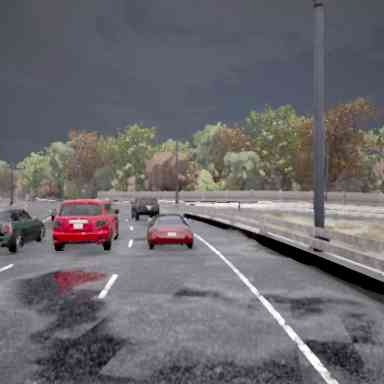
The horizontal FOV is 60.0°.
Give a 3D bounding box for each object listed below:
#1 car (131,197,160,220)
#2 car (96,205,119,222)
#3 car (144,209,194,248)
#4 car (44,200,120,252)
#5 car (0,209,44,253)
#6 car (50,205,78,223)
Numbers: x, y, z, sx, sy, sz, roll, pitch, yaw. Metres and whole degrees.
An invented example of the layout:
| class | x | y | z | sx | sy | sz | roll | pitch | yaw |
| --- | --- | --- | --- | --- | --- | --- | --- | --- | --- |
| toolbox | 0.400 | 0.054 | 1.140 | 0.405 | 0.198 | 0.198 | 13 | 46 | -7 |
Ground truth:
| class | x | y | z | sx | sy | sz | roll | pitch | yaw |
| --- | --- | --- | --- | --- | --- | --- | --- | --- | --- |
| car | -4.408 | 1.511 | 31.177 | 2.150 | 2.045 | 5.566 | 0 | 0 | -16 |
| car | -7.803 | 1.889 | 30.310 | 1.895 | 1.301 | 4.718 | 0 | -1 | -16 |
| car | -1.106 | 1.712 | 15.589 | 1.994 | 1.385 | 4.181 | 0 | 0 | -8 |
| car | -4.525 | 1.358 | 14.831 | 2.150 | 2.045 | 5.566 | 0 | 0 | -8 |
| car | -8.005 | 1.489 | 14.418 | 2.097 | 1.767 | 4.553 | 0 | -1 | -8 |
| car | -11.168 | 1.881 | 29.349 | 1.895 | 1.301 | 4.718 | 0 | -1 | -16 |
